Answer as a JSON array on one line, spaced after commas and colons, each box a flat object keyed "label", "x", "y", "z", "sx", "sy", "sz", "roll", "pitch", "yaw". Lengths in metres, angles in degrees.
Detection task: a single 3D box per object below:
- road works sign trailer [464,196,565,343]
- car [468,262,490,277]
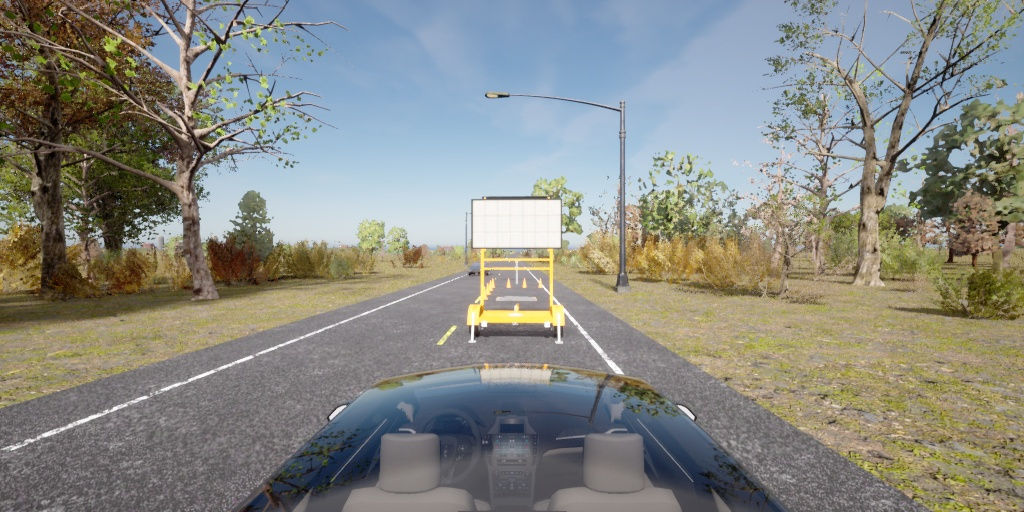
[{"label": "road works sign trailer", "x": 0.130, "y": 0.211, "z": 9.638, "sx": 2.380, "sy": 3.560, "sz": 2.880, "roll": 0, "pitch": 0, "yaw": 2}, {"label": "car", "x": -3.216, "y": 1.283, "z": 35.702, "sx": 2.033, "sy": 1.411, "sz": 5.357, "roll": 0, "pitch": 0, "yaw": 0}]
